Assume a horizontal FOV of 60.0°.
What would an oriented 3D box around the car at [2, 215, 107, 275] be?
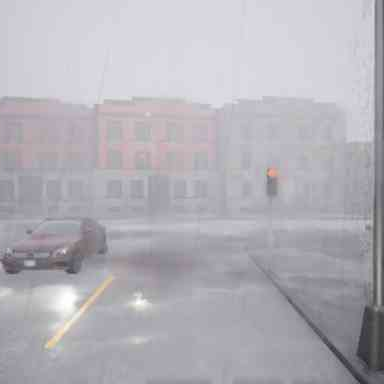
[{"bbox_3d":[-4.008,1.501,10.575,1.812,1.442,4.674,0,0,0],"label":"car"}]
